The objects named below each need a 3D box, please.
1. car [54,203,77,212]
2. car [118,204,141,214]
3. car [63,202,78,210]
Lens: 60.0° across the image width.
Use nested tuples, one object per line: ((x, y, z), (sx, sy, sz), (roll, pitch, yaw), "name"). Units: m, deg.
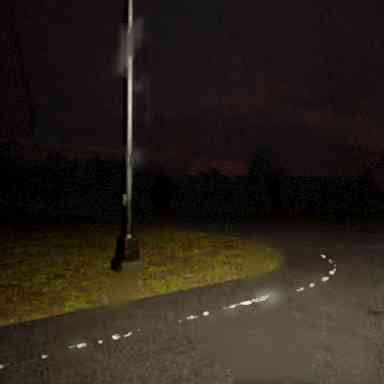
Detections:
((-20.647, 2.470, 53.220), (2.033, 1.411, 5.357), (3, -3, -36), "car")
((-9.333, 2.548, 49.524), (2.128, 1.511, 4.902), (3, -3, -36), "car")
((-27.042, 3.106, 74.079), (1.812, 1.442, 4.674), (3, -3, -36), "car")
